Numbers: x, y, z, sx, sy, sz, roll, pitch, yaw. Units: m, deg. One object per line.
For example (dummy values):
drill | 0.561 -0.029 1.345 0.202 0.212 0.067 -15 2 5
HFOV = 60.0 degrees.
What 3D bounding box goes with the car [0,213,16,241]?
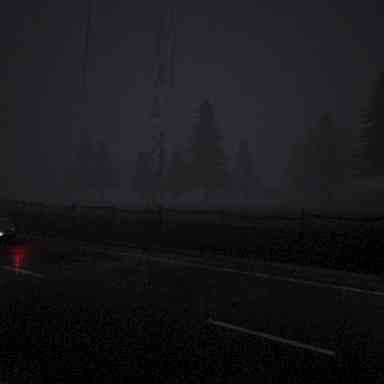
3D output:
car | -9.873 1.526 15.300 4.674 1.442 1.812 0 0 36
